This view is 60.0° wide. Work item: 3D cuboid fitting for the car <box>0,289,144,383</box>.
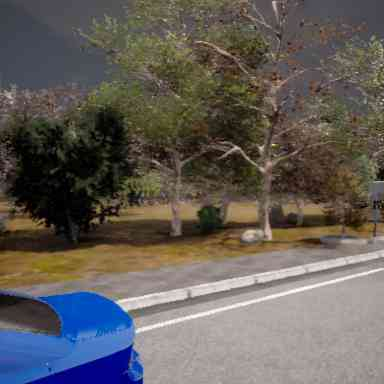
[{"bbox_3d":[-2.735,1.463,1.966,5.008,1.535,1.882,0,0,-36],"label":"car"}]
